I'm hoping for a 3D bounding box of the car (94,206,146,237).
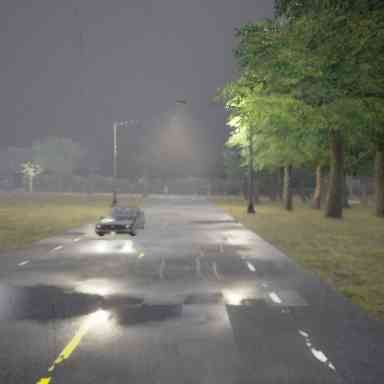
[{"bbox_3d":[-3.602,1.456,17.804,2.033,1.411,5.357,0,1,0],"label":"car"}]
